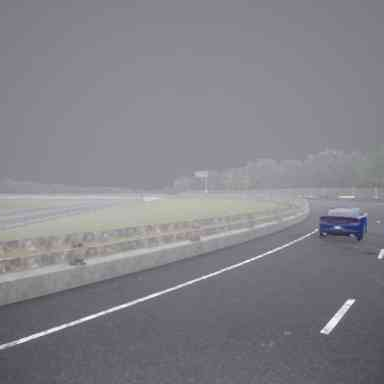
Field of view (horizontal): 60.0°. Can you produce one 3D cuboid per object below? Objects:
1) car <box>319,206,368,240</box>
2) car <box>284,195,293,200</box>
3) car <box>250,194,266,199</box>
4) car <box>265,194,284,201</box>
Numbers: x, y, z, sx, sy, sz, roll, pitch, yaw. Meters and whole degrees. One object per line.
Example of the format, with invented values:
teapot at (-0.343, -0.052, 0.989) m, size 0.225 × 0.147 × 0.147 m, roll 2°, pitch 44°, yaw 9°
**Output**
car at (7.862, 1.477, 17.165) m, size 1.882 × 1.535 × 5.008 m, roll 0°, pitch 0°, yaw 30°
car at (24.117, 1.548, 85.349) m, size 1.994 × 1.385 × 4.181 m, roll 0°, pitch 0°, yaw -10°
car at (18.899, 1.468, 93.546) m, size 1.882 × 1.535 × 5.008 m, roll 0°, pitch 0°, yaw -15°
car at (20.809, 1.548, 83.830) m, size 1.994 × 1.385 × 4.181 m, roll 0°, pitch 0°, yaw -10°
